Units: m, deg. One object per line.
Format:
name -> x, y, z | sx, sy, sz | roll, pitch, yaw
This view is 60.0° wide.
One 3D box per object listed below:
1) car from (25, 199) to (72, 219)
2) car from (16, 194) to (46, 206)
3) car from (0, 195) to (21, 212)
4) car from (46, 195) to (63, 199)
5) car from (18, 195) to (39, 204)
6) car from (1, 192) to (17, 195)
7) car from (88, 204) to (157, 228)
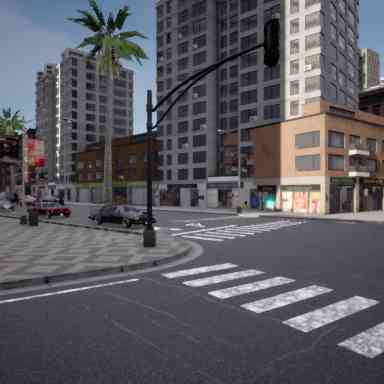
car -> -12.386, 1.537, 28.836 | 4.718, 1.301, 1.895 | 0, 0, 41
car -> -23.199, 1.361, 47.806 | 4.674, 1.442, 1.812 | 0, 0, 45
car -> -21.189, 1.379, 36.773 | 4.902, 1.511, 2.128 | 0, 0, 43
car -> -21.207, 1.184, 50.404 | 4.553, 1.767, 2.097 | 0, 0, 45
car -> -28.251, 1.270, 57.286 | 1.837, 1.490, 4.892 | 0, 0, -44
car -> -30.291, 0.991, 54.724 | 2.150, 2.045, 5.566 | 0, 0, -44
car -> -4.818, 1.523, 22.387 | 5.357, 1.411, 2.033 | 0, 0, 40
